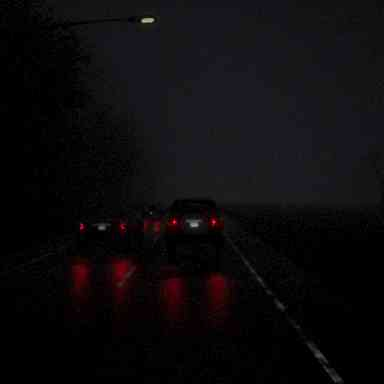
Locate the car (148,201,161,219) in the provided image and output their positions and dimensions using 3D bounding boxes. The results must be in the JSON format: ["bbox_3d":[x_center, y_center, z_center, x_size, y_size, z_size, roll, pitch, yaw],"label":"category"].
[{"bbox_3d":[-3.401,1.564,30.159,2.128,1.511,4.902,0,0,0],"label":"car"}]

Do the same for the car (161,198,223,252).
[{"bbox_3d":[0.094,1.254,14.278,2.150,2.045,5.566,0,0,0],"label":"car"}]

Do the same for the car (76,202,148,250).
[{"bbox_3d":[-3.410,1.388,14.735,2.097,1.767,4.553,0,0,0],"label":"car"}]

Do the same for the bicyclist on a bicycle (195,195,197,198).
[{"bbox_3d":[0.994,1.572,83.758,0.659,1.776,1.843,0,0,0],"label":"bicyclist on a bicycle"}]

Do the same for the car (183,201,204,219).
[{"bbox_3d":[0.100,1.600,31.164,1.812,1.442,4.674,0,0,0],"label":"car"}]

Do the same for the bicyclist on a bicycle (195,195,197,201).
[{"bbox_3d":[0.999,1.678,92.763,0.582,1.620,1.656,0,0,0],"label":"bicyclist on a bicycle"}]
